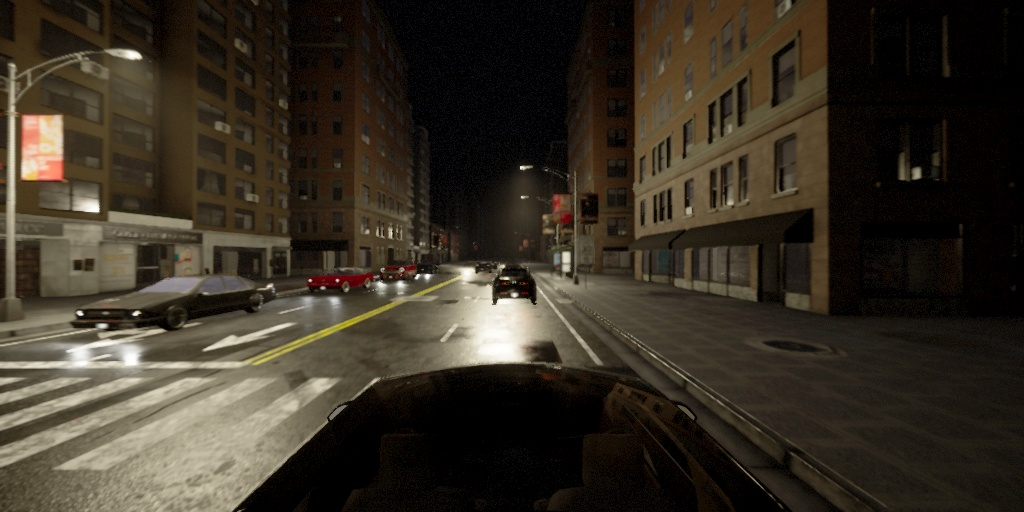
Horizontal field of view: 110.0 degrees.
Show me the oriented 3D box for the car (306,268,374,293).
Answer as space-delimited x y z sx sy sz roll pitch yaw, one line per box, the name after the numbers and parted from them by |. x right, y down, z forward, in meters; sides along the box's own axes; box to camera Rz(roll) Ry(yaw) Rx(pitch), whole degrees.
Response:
-9.829 1.355 20.874 1.895 1.301 4.718 0 0 0 | car

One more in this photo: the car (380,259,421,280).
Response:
-9.752 1.109 31.071 2.097 1.767 4.553 0 0 0 | car

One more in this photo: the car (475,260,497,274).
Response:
-3.252 1.253 41.812 2.128 1.511 4.902 0 0 0 | car

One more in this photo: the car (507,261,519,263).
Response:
0.104 1.285 37.260 1.812 1.442 4.674 0 0 0 | car

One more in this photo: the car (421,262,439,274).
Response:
-9.789 1.326 41.272 1.994 1.385 4.181 0 0 1 | car

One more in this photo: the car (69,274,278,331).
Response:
-9.849 1.299 11.275 2.033 1.411 5.357 0 0 0 | car

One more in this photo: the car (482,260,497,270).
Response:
-3.249 1.332 53.016 1.994 1.385 4.181 0 0 1 | car

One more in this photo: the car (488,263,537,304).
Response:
0.099 1.258 16.391 1.837 1.490 4.892 0 0 0 | car
